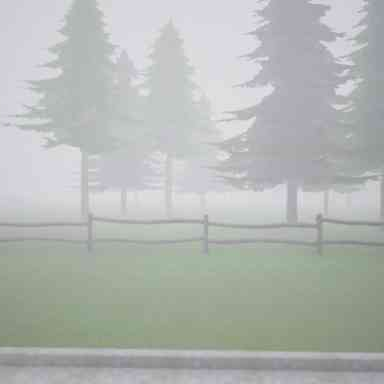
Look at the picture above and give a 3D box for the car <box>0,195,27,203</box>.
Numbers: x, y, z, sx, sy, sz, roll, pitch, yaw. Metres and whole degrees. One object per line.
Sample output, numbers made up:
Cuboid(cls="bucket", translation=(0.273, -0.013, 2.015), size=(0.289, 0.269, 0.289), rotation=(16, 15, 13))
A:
Cuboid(cls="car", translation=(-32.917, 1.320, 61.764), size=(2.033, 1.411, 5.357), rotation=(0, 0, 2))
